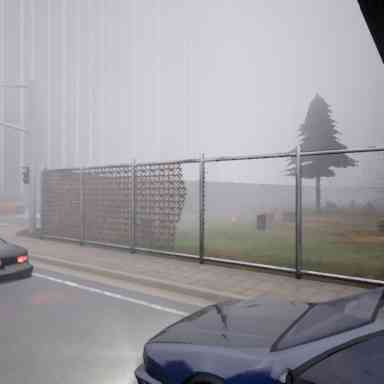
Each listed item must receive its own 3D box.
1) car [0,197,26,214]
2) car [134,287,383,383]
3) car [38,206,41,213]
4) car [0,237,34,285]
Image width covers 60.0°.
[{"bbox_3d":[-18.482,1.284,31.773,2.097,1.767,4.553,0,0,36],"label":"car"},{"bbox_3d":[2.031,1.548,2.543,5.357,1.411,2.033,0,0,35],"label":"car"},{"bbox_3d":[-13.070,1.497,33.320,1.994,1.385,4.181,0,0,36],"label":"car"},{"bbox_3d":[-6.175,1.544,8.371,5.357,1.411,2.033,0,0,35],"label":"car"}]
